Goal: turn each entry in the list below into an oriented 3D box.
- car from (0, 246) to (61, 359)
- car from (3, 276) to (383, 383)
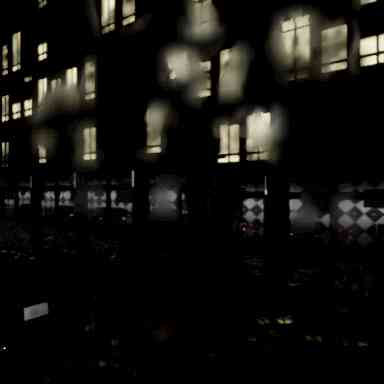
[{"bbox_3d":[-3.703,1.582,5.512,4.313,1.339,1.947,0,0,35],"label":"car"},{"bbox_3d":[0.795,1.546,2.304,4.507,1.381,1.887,0,0,35],"label":"car"}]
